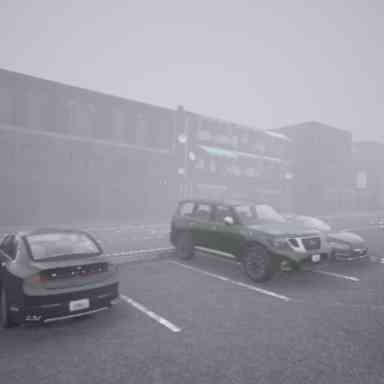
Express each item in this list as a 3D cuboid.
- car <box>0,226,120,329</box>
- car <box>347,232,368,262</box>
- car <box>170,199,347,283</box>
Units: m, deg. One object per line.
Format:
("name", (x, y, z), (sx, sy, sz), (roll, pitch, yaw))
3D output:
("car", (-3.146, 1.485, 7.138), (2.231, 1.521, 4.892), (0, 0, -35))
("car", (3.693, 1.532, 12.024), (2.231, 1.521, 4.892), (1, 0, -35))
("car", (1.433, 1.261, 10.373), (2.435, 2.045, 5.566), (0, 0, -35))
